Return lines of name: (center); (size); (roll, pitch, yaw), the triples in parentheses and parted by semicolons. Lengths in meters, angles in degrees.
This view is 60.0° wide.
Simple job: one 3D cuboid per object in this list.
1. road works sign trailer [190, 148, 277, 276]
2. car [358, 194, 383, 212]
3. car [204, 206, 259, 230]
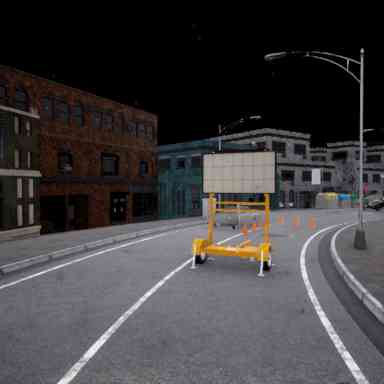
road works sign trailer: (1.519, 0.460, 10.603); (2.380, 3.560, 2.880); (0, 0, 24)
car: (22.766, 1.316, 40.943); (5.566, 2.045, 2.150); (1, 1, -36)
car: (2.645, 1.574, 21.216); (1.895, 1.301, 4.718); (1, 0, 31)
